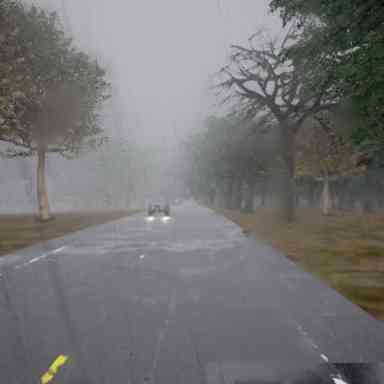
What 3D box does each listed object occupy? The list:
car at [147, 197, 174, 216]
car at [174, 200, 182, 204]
[{"bbox_3d":[-3.573,1.545,36.993,2.150,2.045,5.566,0,-1,0],"label":"car"},{"bbox_3d":[-3.455,2.561,78.551,1.812,1.442,4.674,0,-2,0],"label":"car"}]
